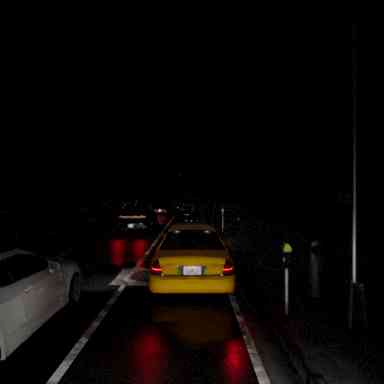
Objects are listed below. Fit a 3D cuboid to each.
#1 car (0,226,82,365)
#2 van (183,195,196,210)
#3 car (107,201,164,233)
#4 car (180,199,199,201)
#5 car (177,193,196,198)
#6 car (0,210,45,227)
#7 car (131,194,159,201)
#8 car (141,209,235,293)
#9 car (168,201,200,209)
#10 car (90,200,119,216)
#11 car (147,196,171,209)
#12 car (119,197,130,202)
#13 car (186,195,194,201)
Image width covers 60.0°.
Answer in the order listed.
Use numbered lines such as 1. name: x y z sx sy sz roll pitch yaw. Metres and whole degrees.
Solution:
1. car: -3.146 1.525 4.892 1.812 1.442 4.674 0 0 0
2. van: -0.287 1.343 43.983 1.690 1.788 3.998 0 0 0
3. car: -3.099 1.492 19.363 2.128 1.511 4.902 0 0 0
4. car: -0.287 1.552 27.412 2.008 1.369 4.403 0 0 0
5. car: -0.287 1.316 38.459 2.192 1.841 5.009 0 0 0
6. car: -8.813 1.567 16.352 1.947 1.339 4.313 0 0 0
7. car: -6.177 1.225 44.345 2.150 2.045 5.566 0 0 1
8. car: 0.004 1.457 8.840 1.801 1.575 5.366 0 0 0
9. car: -0.287 1.551 21.888 2.008 1.369 4.403 0 0 0
10. car: -8.813 1.583 32.928 1.802 1.307 4.206 0 0 0
11. car: -3.099 1.507 34.368 1.837 1.490 4.892 0 0 1
12. car: -8.813 1.567 38.453 1.947 1.339 4.313 0 0 0
13. car: -0.572 1.470 87.873 1.967 1.590 4.097 0 0 -1
